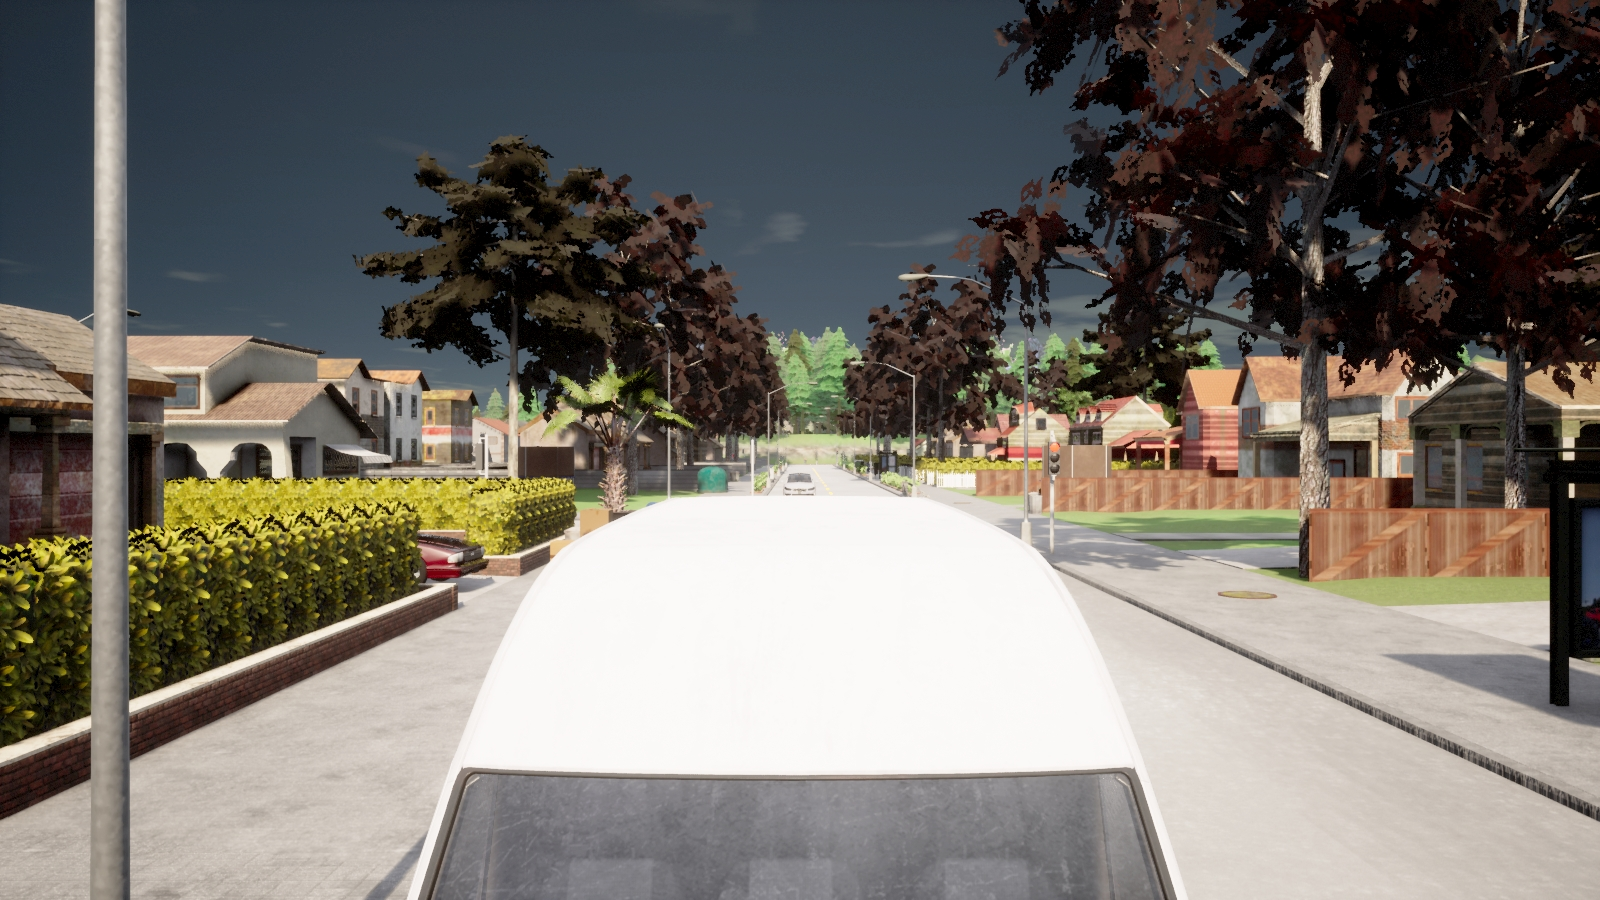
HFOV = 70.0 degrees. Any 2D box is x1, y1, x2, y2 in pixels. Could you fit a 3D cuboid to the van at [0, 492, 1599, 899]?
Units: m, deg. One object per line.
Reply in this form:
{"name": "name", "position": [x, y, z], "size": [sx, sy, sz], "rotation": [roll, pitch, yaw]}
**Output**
{"name": "van", "position": [0.002, 1.537, 4.030], "size": [1.988, 2.561, 5.915], "rotation": [0, 0, 0]}

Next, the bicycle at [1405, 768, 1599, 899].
{"name": "bicycle", "position": [2.687, 2.062, 3.843], "size": [0.329, 1.471, 1.835], "rotation": [0, 0, 0]}

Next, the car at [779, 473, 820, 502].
{"name": "car", "position": [-0.024, 2.087, 64.511], "size": [2.231, 1.480, 4.892], "rotation": [0, 0, 0]}
